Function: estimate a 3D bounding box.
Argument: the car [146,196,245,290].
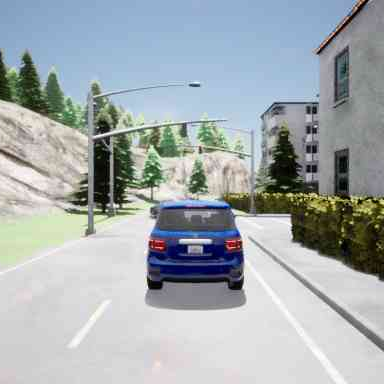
[{"bbox_3d":[0.087,1.221,9.226,2.150,2.045,5.566,0,0,0],"label":"car"}]

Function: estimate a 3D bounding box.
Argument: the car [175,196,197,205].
[{"bbox_3d":[-0.965,1.490,59.049,2.128,1.511,4.902,0,0,23],"label":"car"}]

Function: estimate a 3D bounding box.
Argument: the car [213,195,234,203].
[{"bbox_3d":[6.741,1.494,71.115,1.837,1.490,4.892,0,0,44],"label":"car"}]

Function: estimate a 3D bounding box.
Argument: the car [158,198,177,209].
[{"bbox_3d":[-3.309,1.564,45.831,1.994,1.385,4.181,0,0,3],"label":"car"}]

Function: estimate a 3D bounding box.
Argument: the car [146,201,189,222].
[{"bbox_3d":[-2.171,1.547,27.434,2.033,1.411,5.357,0,0,-21],"label":"car"}]
